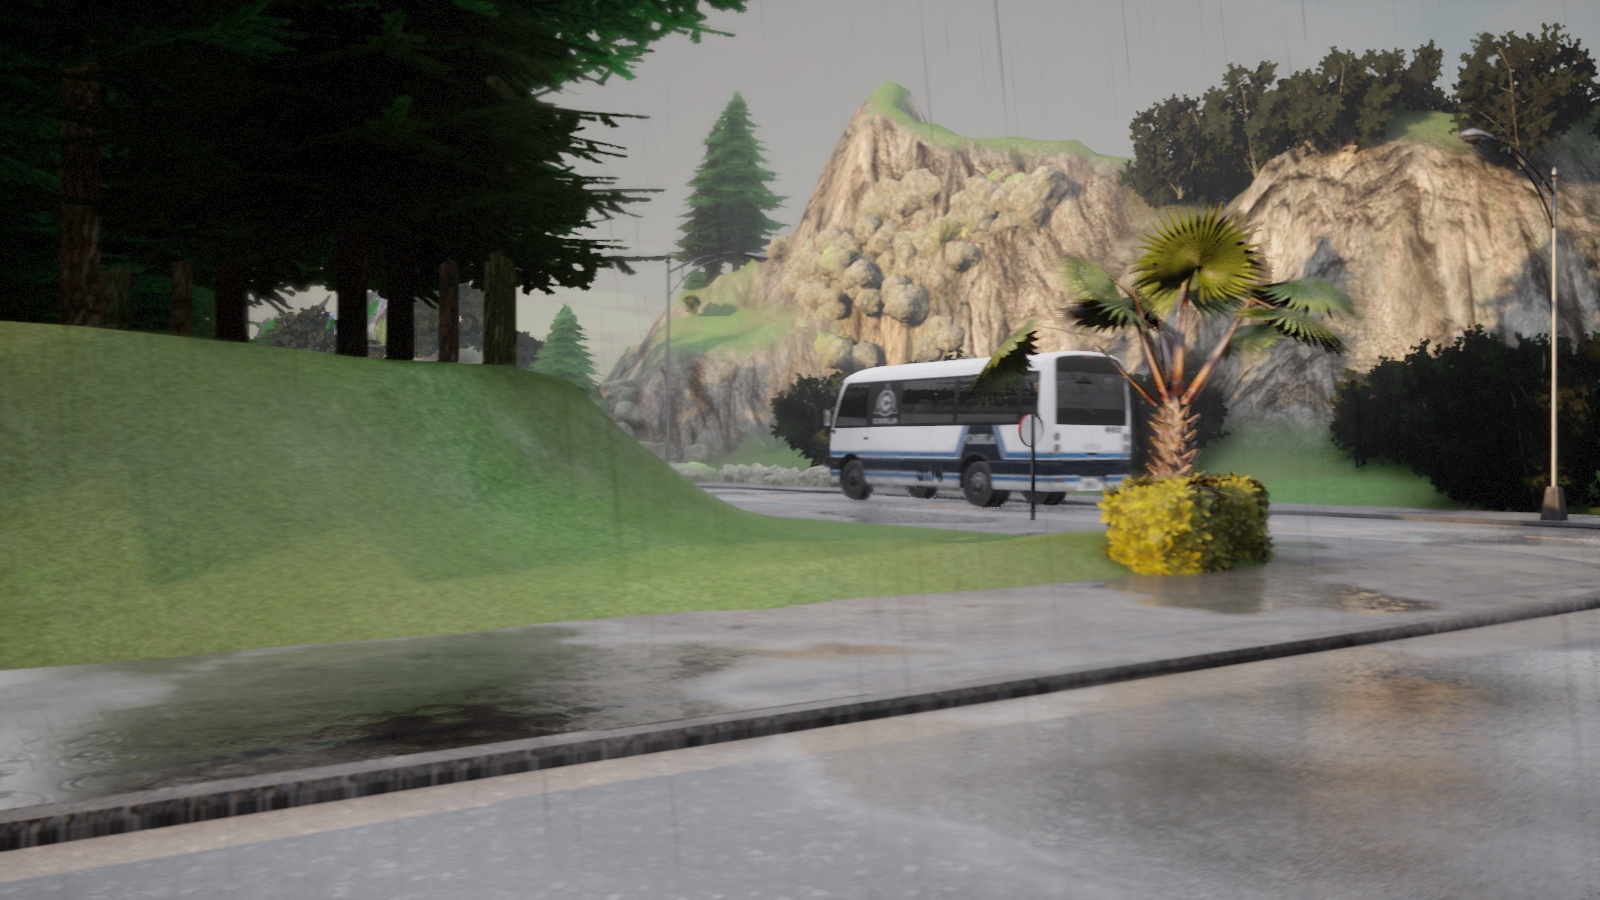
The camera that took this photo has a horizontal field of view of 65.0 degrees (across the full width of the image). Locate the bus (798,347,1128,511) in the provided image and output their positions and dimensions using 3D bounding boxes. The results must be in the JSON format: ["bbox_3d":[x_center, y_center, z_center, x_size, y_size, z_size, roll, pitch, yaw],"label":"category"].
[{"bbox_3d":[4.501,-0.549,37.776,3.944,4.253,10.273,0,0,-35],"label":"bus"}]
